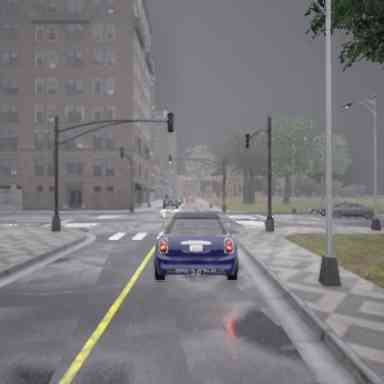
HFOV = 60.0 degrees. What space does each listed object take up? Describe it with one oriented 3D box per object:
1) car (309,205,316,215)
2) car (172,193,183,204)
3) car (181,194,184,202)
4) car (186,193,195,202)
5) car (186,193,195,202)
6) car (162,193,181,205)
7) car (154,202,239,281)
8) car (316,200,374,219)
[{"bbox_3d":[13.801,1.555,32.013,4.902,1.511,2.128,0,-1,0],"label":"car"},{"bbox_3d":[-2.867,1.303,66.987,2.150,2.045,5.566,0,0,0],"label":"car"},{"bbox_3d":[-2.884,1.403,56.398,2.097,1.767,4.553,0,0,1],"label":"car"},{"bbox_3d":[-0.409,1.379,86.324,2.150,2.045,5.566,0,0,0],"label":"car"},{"bbox_3d":[-0.386,1.468,76.044,2.097,1.767,4.553,0,0,0],"label":"car"},{"bbox_3d":[-2.940,1.250,46.601,2.150,2.045,5.566,0,0,-2],"label":"car"},{"bbox_3d":[0.150,1.352,10.040,2.097,1.767,4.553,0,0,1],"label":"car"},{"bbox_3d":[13.383,1.595,28.751,4.181,1.385,1.994,0,-1,-1],"label":"car"}]
